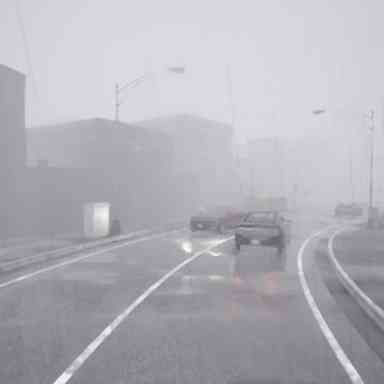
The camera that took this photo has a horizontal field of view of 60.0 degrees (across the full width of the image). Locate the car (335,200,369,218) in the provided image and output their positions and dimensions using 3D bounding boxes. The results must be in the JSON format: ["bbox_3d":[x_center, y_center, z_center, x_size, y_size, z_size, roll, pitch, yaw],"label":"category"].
[{"bbox_3d":[15.874,1.769,33.534,2.128,1.511,4.902,1,0,38],"label":"car"}]

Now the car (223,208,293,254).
[{"bbox_3d":[3.084,1.550,13.938,2.128,1.511,4.902,1,0,20],"label":"car"}]

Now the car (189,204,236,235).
[{"bbox_3d":[1.598,1.505,19.480,1.882,1.535,5.008,1,0,28],"label":"car"}]
